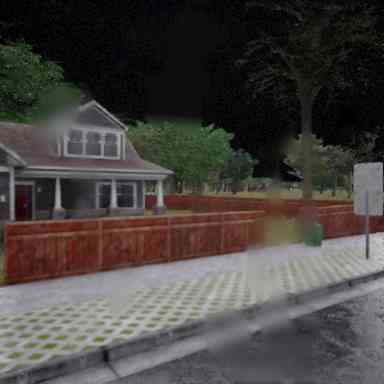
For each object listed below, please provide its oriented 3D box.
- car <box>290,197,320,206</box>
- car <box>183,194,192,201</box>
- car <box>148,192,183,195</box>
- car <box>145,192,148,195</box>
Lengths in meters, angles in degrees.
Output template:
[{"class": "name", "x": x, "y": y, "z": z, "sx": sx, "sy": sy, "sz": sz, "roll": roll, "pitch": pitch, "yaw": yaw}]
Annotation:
[{"class": "car", "x": 10.186, "y": 1.228, "z": 30.241, "sx": 1.882, "sy": 1.535, "sz": 5.008, "roll": 0, "pitch": 1, "yaw": -36}, {"class": "car", "x": -2.065, "y": 0.951, "z": 52.082, "sx": 1.895, "sy": 1.301, "sz": 4.718, "roll": 0, "pitch": 1, "yaw": -36}, {"class": "car", "x": -4.110, "y": 0.915, "z": 50.046, "sx": 2.033, "sy": 1.411, "sz": 5.357, "roll": 0, "pitch": 1, "yaw": -36}, {"class": "car", "x": -7.977, "y": 0.738, "z": 60.163, "sx": 2.033, "sy": 1.411, "sz": 5.357, "roll": 0, "pitch": 1, "yaw": -36}]
